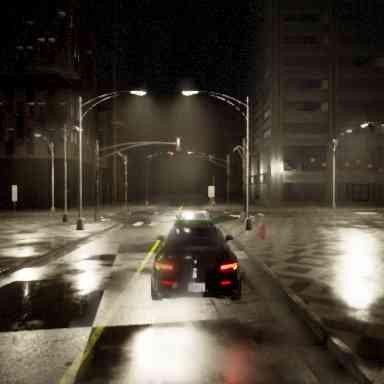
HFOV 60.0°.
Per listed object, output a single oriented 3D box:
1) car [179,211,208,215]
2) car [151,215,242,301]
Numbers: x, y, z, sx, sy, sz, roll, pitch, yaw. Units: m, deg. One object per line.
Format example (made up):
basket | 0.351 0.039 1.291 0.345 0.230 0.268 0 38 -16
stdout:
car | 0.072 1.615 17.237 1.895 1.301 4.718 0 0 0
car | 0.084 1.533 8.212 1.812 1.442 4.674 0 0 0
